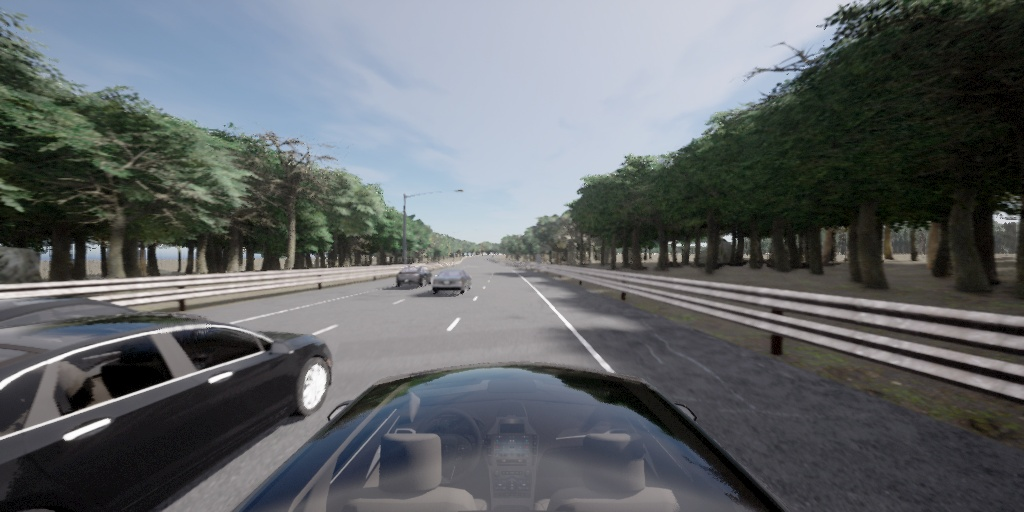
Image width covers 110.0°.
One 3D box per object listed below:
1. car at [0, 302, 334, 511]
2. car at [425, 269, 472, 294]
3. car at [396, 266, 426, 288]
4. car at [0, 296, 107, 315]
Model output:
[{"bbox_3d":[-3.425,1.274,3.109,1.837,1.490,4.892,0,0,0],"label":"car"},{"bbox_3d":[-3.578,1.517,21.962,2.033,1.411,5.357,0,-1,-1],"label":"car"},{"bbox_3d":[-7.170,1.515,26.704,2.128,1.511,4.902,0,-1,-1],"label":"car"},{"bbox_3d":[-6.921,1.319,5.319,1.812,1.442,4.674,0,0,0],"label":"car"}]
